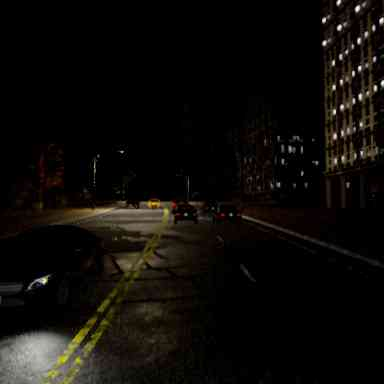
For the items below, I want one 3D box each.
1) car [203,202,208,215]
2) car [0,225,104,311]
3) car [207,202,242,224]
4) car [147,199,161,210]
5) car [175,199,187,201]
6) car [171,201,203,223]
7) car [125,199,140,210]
[{"bbox_3d":[2.045,1.815,38.241,2.033,1.411,5.357,0,0,-4],"label":"car"},{"bbox_3d":[-3.411,1.568,7.976,1.812,1.442,4.674,0,0,-1],"label":"car"},{"bbox_3d":[2.726,1.732,26.777,2.033,1.411,5.357,0,0,-3],"label":"car"},{"bbox_3d":[-5.582,1.788,49.560,1.882,1.535,5.008,0,-1,-5],"label":"car"},{"bbox_3d":[-1.397,1.617,40.399,2.097,1.767,4.553,0,-1,-4],"label":"car"},{"bbox_3d":[-0.552,1.720,26.924,2.033,1.411,5.357,0,0,-3],"label":"car"},{"bbox_3d":[-8.833,1.797,49.422,1.837,1.490,4.892,0,-1,-5],"label":"car"}]
